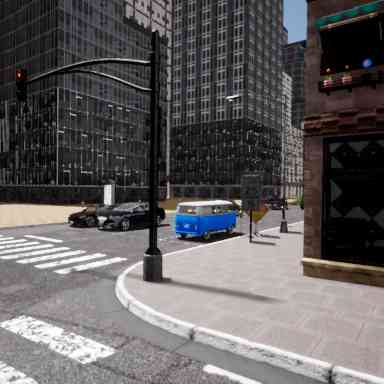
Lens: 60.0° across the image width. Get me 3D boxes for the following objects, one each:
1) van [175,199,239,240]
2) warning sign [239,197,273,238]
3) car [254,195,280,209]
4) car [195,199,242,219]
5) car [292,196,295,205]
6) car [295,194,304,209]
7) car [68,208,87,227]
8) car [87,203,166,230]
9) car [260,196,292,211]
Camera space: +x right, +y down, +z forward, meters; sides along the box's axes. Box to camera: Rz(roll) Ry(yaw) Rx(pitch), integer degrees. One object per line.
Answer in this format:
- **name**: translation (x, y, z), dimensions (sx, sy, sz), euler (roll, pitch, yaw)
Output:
- **van**: translation (0.825, 1.368, 17.030), dimensions (1.690, 1.788, 3.998), euler (1, 1, 35)
- **warning sign**: translation (3.106, 1.177, 16.135), dimensions (1.300, 1.860, 1.060), euler (1, 1, 35)
- **car**: translation (10.038, 1.293, 44.428), dimensions (1.967, 1.590, 4.097), euler (1, 1, 35)
- **car**: translation (2.420, 1.422, 29.258), dimensions (1.837, 1.490, 4.892), euler (1, 1, 36)
- **car**: translation (16.356, 1.363, 53.305), dimensions (1.752, 1.417, 4.829), euler (1, 1, 35)
- **car**: translation (15.417, 1.159, 42.100), dimensions (2.150, 2.045, 5.566), euler (1, 1, 36)
- **car**: translation (-6.005, 1.467, 21.893), dimensions (1.947, 1.339, 4.313), euler (1, 1, 35)
- **car**: translation (-3.669, 1.431, 20.709), dimensions (2.128, 1.511, 4.902), euler (1, 1, 35)
- **car**: translation (9.954, 1.424, 39.811), dimensions (1.812, 1.442, 4.674), euler (1, 1, 36)
